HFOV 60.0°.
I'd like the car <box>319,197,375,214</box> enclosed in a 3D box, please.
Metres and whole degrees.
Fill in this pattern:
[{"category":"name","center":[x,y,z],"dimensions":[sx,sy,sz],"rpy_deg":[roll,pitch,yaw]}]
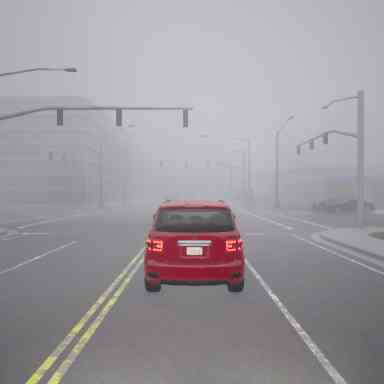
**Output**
[{"category":"car","center":[16.562,1.478,35.079],"dimensions":[5.008,1.535,1.882],"rpy_deg":[0,0,0]}]

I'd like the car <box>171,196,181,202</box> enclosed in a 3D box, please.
[{"category":"car","center":[-3.605,1.552,74.093],"dimensions":[1.994,1.385,4.181],"rpy_deg":[0,0,0]}]

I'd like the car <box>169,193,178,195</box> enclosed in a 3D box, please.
[{"category":"car","center":[-3.667,1.352,54.633],"dimensions":[2.097,1.767,4.553],"rpy_deg":[0,0,0]}]

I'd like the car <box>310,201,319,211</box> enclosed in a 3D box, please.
[{"category":"car","center":[16.103,1.352,38.586],"dimensions":[4.553,1.767,2.097],"rpy_deg":[0,0,0]}]

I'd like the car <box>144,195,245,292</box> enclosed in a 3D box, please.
[{"category":"car","center":[0.060,1.221,9.047],"dimensions":[2.150,2.045,5.566],"rpy_deg":[0,0,0]}]

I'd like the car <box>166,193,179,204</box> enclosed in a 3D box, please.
[{"category":"car","center":[-3.641,1.221,64.226],"dimensions":[2.150,2.045,5.566],"rpy_deg":[0,0,0]}]
